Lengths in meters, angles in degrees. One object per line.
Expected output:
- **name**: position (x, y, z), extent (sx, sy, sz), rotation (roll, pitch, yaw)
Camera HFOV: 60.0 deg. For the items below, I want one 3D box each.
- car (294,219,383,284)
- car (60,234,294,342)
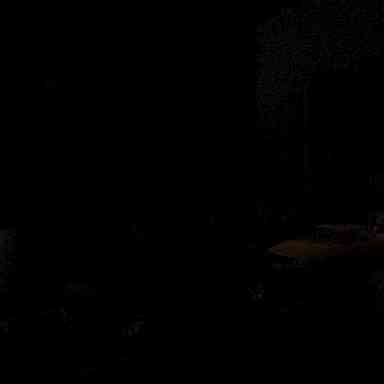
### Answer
- **car**: position (4.030, 1.520, 9.577), extent (4.829, 1.417, 1.752), rotation (0, 0, -36)
- **car**: position (-0.242, 1.563, 6.495), extent (4.313, 1.339, 1.947), rotation (0, 0, -36)
